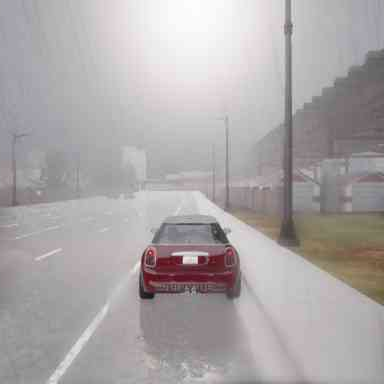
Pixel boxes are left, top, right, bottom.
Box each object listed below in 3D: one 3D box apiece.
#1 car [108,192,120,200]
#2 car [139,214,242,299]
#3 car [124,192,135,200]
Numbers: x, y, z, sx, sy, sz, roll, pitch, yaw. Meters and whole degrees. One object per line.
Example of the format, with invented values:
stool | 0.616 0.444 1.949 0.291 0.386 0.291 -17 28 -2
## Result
car | -17.395 0.865 73.986 2.128 1.511 4.902 0 1 0
car | -0.033 1.352 8.620 2.097 1.767 4.553 0 0 0
car | -13.895 0.865 73.986 2.128 1.511 4.902 0 1 0
